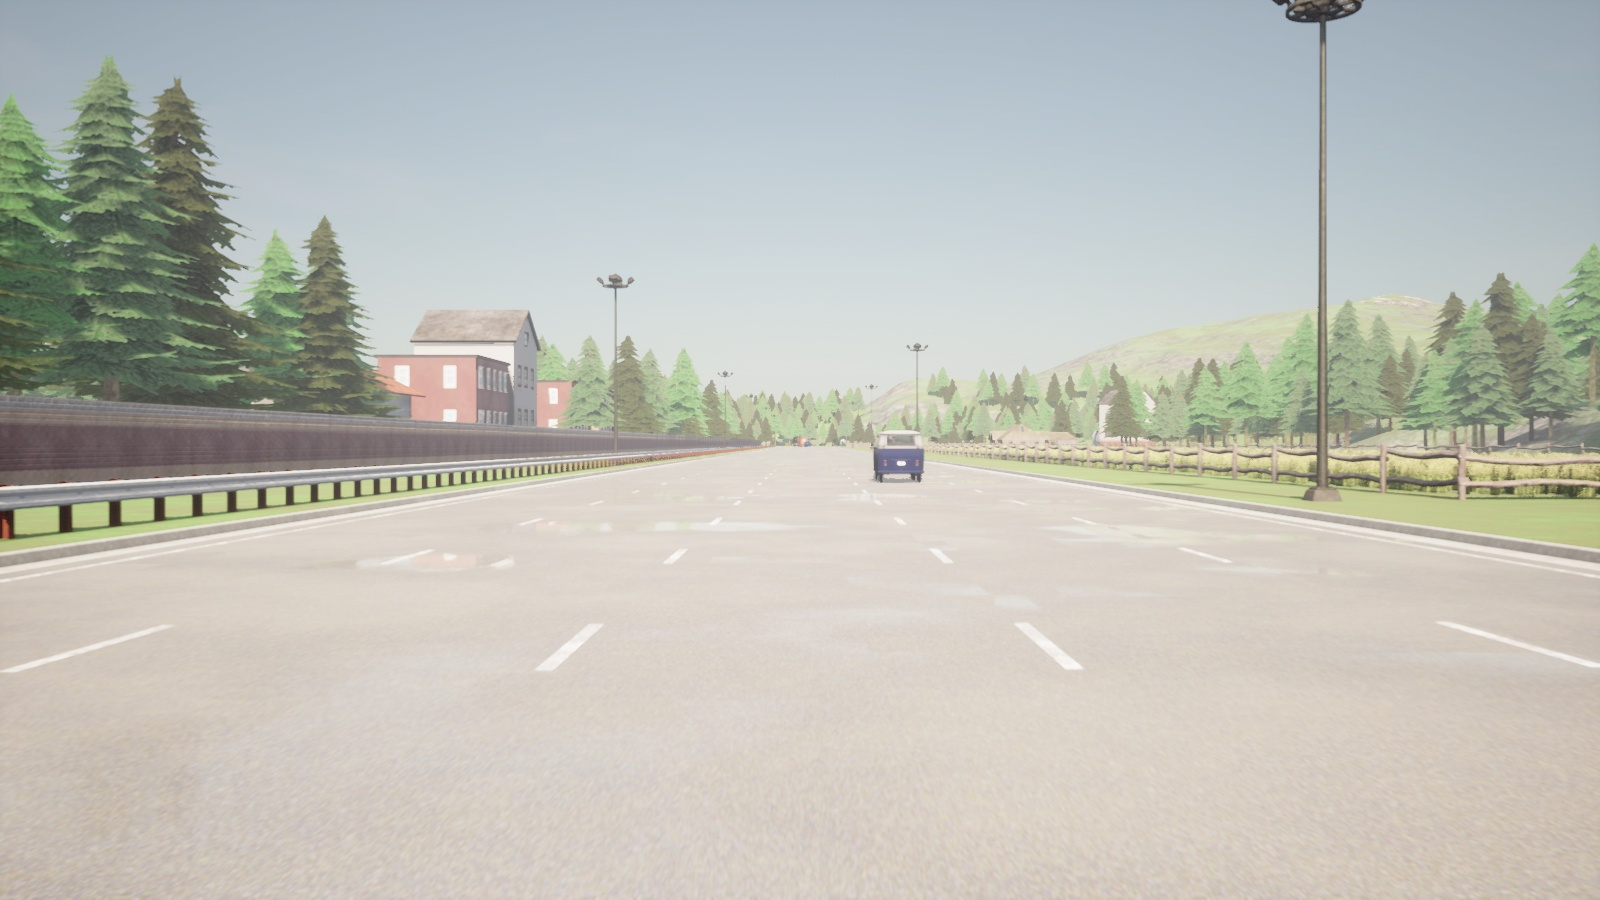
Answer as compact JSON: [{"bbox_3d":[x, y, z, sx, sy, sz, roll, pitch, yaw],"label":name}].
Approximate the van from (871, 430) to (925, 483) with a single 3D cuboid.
[{"bbox_3d":[3.800,0.225,49.239,1.775,1.987,4.442,0,0,0],"label":"van"}]
